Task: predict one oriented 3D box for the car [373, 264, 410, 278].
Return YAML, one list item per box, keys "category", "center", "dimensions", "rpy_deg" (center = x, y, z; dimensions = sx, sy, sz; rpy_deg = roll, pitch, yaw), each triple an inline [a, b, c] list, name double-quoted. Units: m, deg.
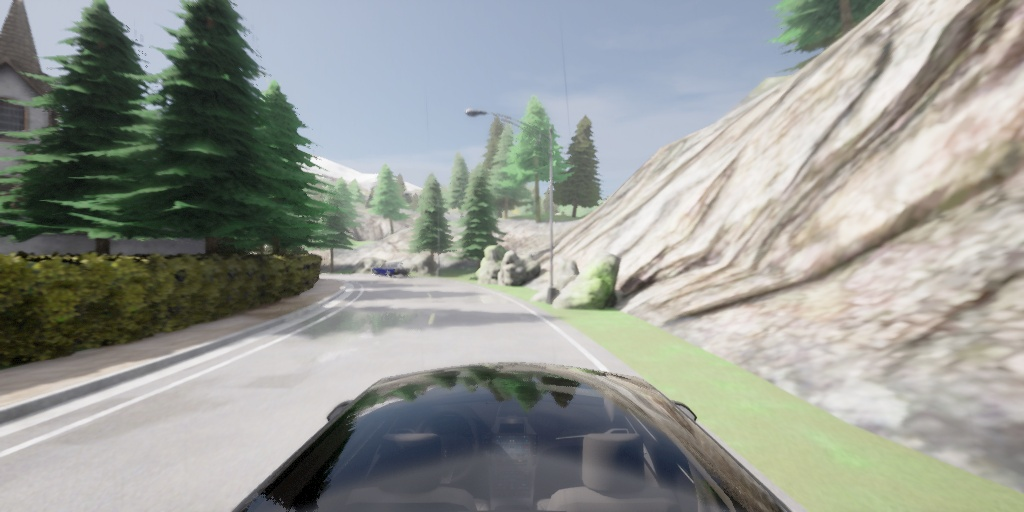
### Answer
- category: "car"
  center: [-12.367, 1.478, 36.500]
  dimensions: [4.718, 1.301, 1.895]
  rpy_deg: [0, 0, 44]
